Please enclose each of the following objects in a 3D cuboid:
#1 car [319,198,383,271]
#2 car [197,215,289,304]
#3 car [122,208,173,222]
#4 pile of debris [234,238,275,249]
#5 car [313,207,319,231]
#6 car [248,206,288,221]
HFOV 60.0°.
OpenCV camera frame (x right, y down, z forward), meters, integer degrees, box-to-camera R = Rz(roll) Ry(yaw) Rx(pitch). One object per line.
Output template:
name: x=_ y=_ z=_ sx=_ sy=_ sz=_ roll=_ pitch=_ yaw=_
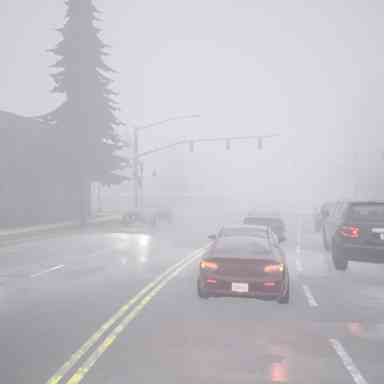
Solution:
car: x=5.556 y=1.218 z=10.716 sx=2.150 sy=2.045 sz=5.566 roll=0 pitch=-1 yaw=17
car: x=1.319 y=1.526 z=8.162 sx=1.812 sy=1.442 sz=4.674 roll=0 pitch=0 yaw=12
car: x=-2.615 y=1.270 z=20.449 sx=1.994 sy=1.385 sz=4.181 roll=0 pitch=0 yaw=18
pile of debris: x=2.724 y=2.175 z=14.249 sx=1.500 sy=0.140 sz=1.860 roll=0 pitch=0 yaw=18
car: x=8.551 y=1.352 z=20.264 sx=2.097 sy=1.767 sz=4.553 roll=0 pitch=0 yaw=18
car: x=3.821 y=1.478 z=17.078 sx=1.882 sy=1.535 sz=5.008 roll=0 pitch=0 yaw=18
